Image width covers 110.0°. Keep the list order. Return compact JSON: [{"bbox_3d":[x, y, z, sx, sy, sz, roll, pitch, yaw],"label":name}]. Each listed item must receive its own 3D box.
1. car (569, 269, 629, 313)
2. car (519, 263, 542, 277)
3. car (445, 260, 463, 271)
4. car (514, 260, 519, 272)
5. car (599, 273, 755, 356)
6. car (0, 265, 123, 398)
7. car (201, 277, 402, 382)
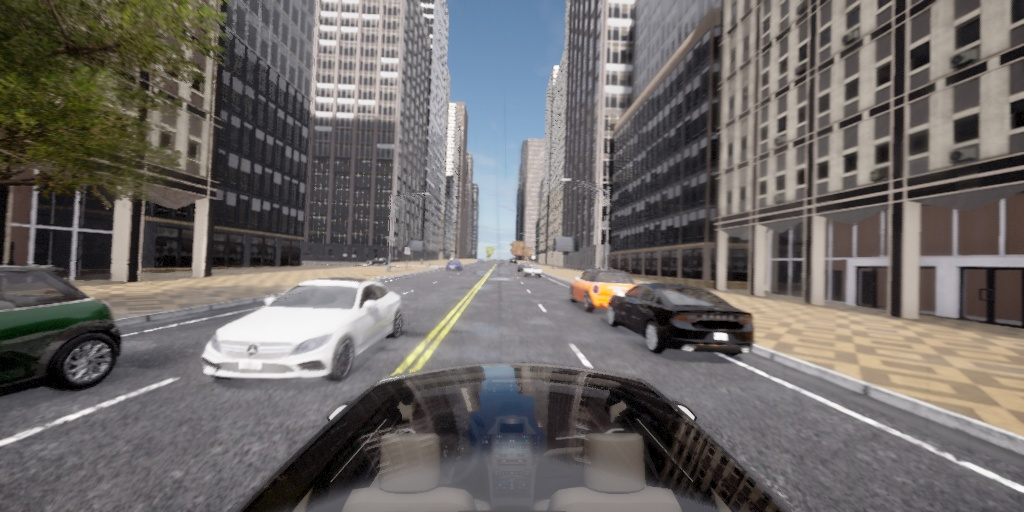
[{"bbox_3d":[3.832,1.328,15.423,2.097,1.767,4.553,2,0,-2],"label":"car"},{"bbox_3d":[2.196,1.658,40.224,1.895,1.301,4.718,2,0,-1],"label":"car"},{"bbox_3d":[-7.869,1.253,49.258,1.812,1.442,4.674,2,0,-2],"label":"car"},{"bbox_3d":[1.790,1.680,52.895,1.994,1.385,4.181,2,0,-1],"label":"car"},{"bbox_3d":[4.000,1.427,9.454,1.882,1.535,5.008,2,0,-2],"label":"car"},{"bbox_3d":[-6.633,0.853,3.180,2.097,1.767,4.553,2,0,-2],"label":"car"},{"bbox_3d":[-3.491,1.171,7.031,1.812,1.442,4.674,2,0,-2],"label":"car"}]
